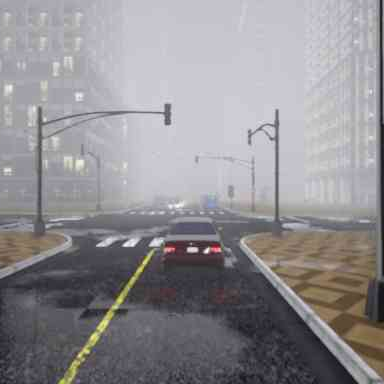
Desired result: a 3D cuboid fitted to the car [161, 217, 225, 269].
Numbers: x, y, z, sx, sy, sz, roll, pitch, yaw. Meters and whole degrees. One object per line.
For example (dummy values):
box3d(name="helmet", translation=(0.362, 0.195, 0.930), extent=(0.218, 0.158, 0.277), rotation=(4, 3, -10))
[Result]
box3d(name="car", translation=(0.064, 1.547, 11.130), extent=(2.033, 1.411, 5.357), rotation=(0, 0, 1))

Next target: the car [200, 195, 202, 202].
box3d(name="car", translation=(2.603, 1.540, 51.934), extent=(1.887, 1.381, 4.507), rotation=(0, 0, 0))

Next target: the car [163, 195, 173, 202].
box3d(name="car", translation=(-5.702, 1.541, 79.656), extent=(2.008, 1.369, 4.403), rotation=(0, 0, 0))

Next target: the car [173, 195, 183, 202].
box3d(name="car", translation=(-3.032, 1.523, 74.962), extent=(2.033, 1.411, 5.357), rotation=(0, 0, 0))

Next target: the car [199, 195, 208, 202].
box3d(name="car", translation=(2.679, 1.535, 79.627), extent=(1.887, 1.381, 4.507), rotation=(0, 0, 0))

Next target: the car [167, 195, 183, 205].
box3d(name="car", translation=(-3.138, 1.485, 59.411), extent=(2.128, 1.511, 4.902), rotation=(0, 0, 1))

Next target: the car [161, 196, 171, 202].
box3d(name="car", translation=(-5.721, 1.557, 74.117), extent=(1.947, 1.339, 4.313), rotation=(0, 0, 0))

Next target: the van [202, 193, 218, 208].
box3d(name="van", translation=(2.675, 1.337, 46.396), extent=(1.690, 1.788, 3.998), rotation=(0, 0, 0))

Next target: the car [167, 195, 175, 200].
box3d(name="car", translation=(-5.662, 1.569, 90.736), extent=(1.802, 1.307, 4.206), rotation=(0, 0, 0))

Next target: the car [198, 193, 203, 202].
box3d(name="car", translation=(2.660, 1.307, 74.088), extent=(2.192, 1.841, 5.009), rotation=(0, 0, 0))

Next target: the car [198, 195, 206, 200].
box3d(name="car", translation=(2.719, 1.553, 90.706), extent=(1.947, 1.339, 4.313), rotation=(0, 0, 0))

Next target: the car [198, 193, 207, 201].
box3d(name="car", translation=(2.700, 1.304, 85.167), extent=(2.192, 1.841, 5.009), rotation=(0, 0, 0))

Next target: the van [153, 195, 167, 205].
box3d(name="van", translation=(-5.780, 1.335, 57.500), extent=(1.690, 1.788, 3.998), rotation=(0, 0, 0))
